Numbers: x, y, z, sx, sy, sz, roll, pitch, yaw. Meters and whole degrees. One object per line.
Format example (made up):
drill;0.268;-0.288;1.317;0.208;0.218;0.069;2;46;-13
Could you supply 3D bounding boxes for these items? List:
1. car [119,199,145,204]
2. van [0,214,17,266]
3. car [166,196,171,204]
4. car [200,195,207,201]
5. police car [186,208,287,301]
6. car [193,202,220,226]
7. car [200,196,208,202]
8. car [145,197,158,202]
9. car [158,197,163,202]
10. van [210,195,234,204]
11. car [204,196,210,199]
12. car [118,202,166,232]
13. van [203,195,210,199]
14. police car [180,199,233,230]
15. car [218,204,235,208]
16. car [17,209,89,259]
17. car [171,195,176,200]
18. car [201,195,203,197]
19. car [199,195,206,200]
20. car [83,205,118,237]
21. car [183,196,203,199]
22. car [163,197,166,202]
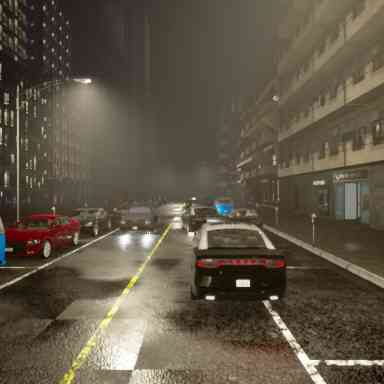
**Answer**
car;-5.629;1.448;29.137;1.967;1.590;4.097;0;0;0
van;-5.679;1.341;7.044;1.690;1.788;3.998;0;0;0
car;-5.554;1.606;62.273;1.947;1.339;4.313;0;0;0
car;2.876;1.602;84.515;1.752;1.417;4.829;0;0;0
police car;0.918;1.425;8.514;1.930;1.638;5.238;0;0;0
car;0.954;1.531;24.405;1.812;1.442;4.674;0;0;0
car;2.865;1.591;78.991;1.752;1.417;4.829;0;0;0
car;-5.604;1.568;40.181;2.008;1.369;4.403;0;0;0
car;-5.591;1.573;45.704;2.008;1.369;4.403;0;0;0
van;2.751;1.349;29.117;1.690;1.788;3.998;0;0;0
car;2.777;1.562;40.162;1.887;1.381;4.507;0;0;0
car;-3.054;1.550;20.563;2.033;1.411;5.357;0;0;0
van;2.789;1.364;45.684;1.690;1.788;3.998;0;0;0
police car;0.503;1.427;18.415;1.930;1.638;5.238;0;0;-8
car;2.727;1.553;18.071;2.008;1.369;4.403;0;0;0
car;-5.666;1.545;12.567;1.887;1.381;4.507;0;0;0
car;-5.479;1.664;95.411;1.947;1.339;4.313;0;0;0
car;2.852;1.622;73.299;1.947;1.339;4.313;0;0;0
car;2.901;1.643;95.391;1.887;1.381;4.507;0;0;0
car;-5.654;1.568;18.090;1.947;1.339;4.313;0;0;0
car;0.132;1.622;44.326;1.895;1.301;4.718;0;0;1
car;-5.579;1.468;51.228;1.967;1.590;4.097;0;0;0
